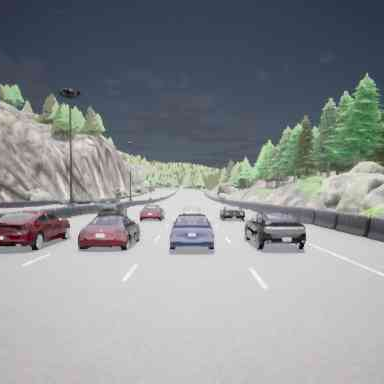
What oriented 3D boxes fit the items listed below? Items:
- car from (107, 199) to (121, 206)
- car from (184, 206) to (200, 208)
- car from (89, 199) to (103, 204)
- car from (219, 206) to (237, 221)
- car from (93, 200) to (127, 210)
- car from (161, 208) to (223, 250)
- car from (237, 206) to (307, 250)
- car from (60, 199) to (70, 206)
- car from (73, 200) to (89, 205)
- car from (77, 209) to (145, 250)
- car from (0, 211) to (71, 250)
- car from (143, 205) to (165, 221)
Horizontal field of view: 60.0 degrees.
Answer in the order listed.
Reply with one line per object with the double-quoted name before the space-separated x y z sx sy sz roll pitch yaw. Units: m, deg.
"car" -17.500 2.353 74.797 1.895 1.301 4.718 0 -1 0
"car" 0.000 1.869 29.723 1.895 1.301 4.718 0 -1 0
"car" -21.000 2.236 74.829 1.882 1.535 5.008 0 -1 0
"car" 3.500 1.870 29.723 1.895 1.301 4.718 0 -1 0
"car" -7.000 1.768 29.693 1.837 1.490 4.892 0 -1 0
"car" 0.000 1.644 14.674 2.033 1.411 5.357 0 -1 0
"car" 3.500 1.576 14.673 2.128 1.511 4.902 0 -1 0
"car" -28.000 2.283 74.828 2.128 1.511 4.902 0 -1 0
"car" -24.500 2.353 74.797 1.895 1.301 4.718 0 -1 0
"car" -3.500 1.653 14.675 1.994 1.385 4.181 0 -1 0
"car" -7.000 1.565 14.675 1.882 1.535 5.008 0 -1 0
"car" -3.500 1.825 29.694 1.994 1.385 4.181 0 -1 0
